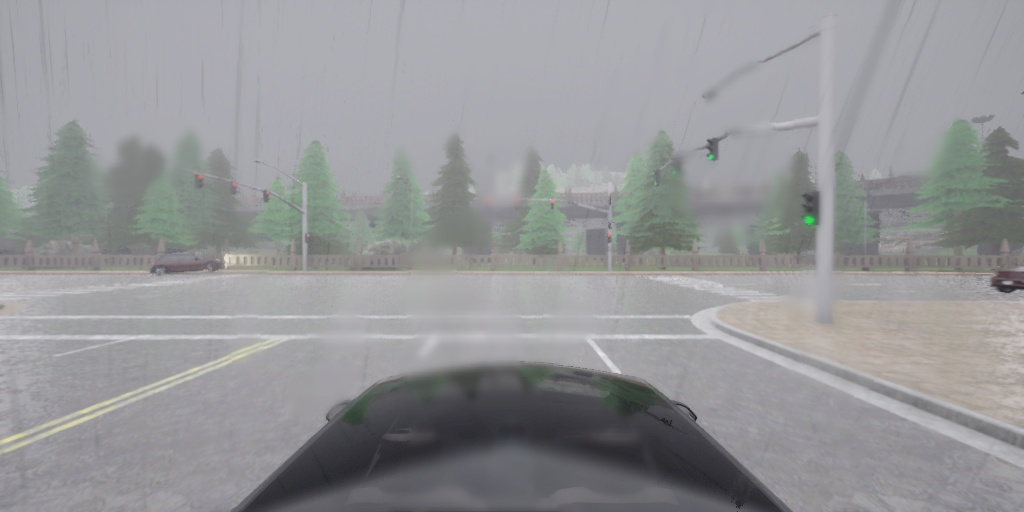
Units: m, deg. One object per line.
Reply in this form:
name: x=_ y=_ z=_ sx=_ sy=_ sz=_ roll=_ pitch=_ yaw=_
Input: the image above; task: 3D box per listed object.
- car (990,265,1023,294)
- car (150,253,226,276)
car: x=23.768 y=1.027 z=15.493 sx=4.674 sy=1.442 sz=1.812 roll=1 pitch=1 yaw=1
car: x=-26.197 y=0.574 z=29.145 sx=4.553 sy=1.767 sz=2.097 roll=-5 pitch=3 yaw=-39
